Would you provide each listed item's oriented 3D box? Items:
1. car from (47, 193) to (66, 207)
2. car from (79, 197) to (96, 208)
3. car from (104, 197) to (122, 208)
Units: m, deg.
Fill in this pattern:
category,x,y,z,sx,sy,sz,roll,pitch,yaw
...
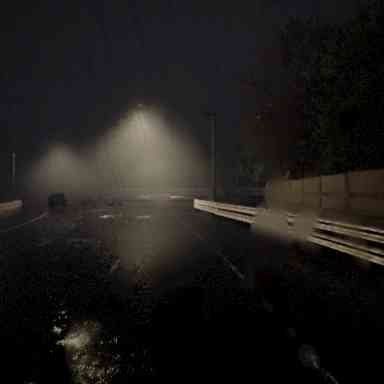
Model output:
category,x,y,z,sx,sy,sz,roll,pitch,yaw
car,-20.633,1.200,50.751,2.150,2.045,5.566,0,0,-30
car,-14.782,1.471,47.053,1.837,1.490,4.892,0,0,-26
car,-11.509,1.479,48.299,1.812,1.442,4.674,0,0,-26
